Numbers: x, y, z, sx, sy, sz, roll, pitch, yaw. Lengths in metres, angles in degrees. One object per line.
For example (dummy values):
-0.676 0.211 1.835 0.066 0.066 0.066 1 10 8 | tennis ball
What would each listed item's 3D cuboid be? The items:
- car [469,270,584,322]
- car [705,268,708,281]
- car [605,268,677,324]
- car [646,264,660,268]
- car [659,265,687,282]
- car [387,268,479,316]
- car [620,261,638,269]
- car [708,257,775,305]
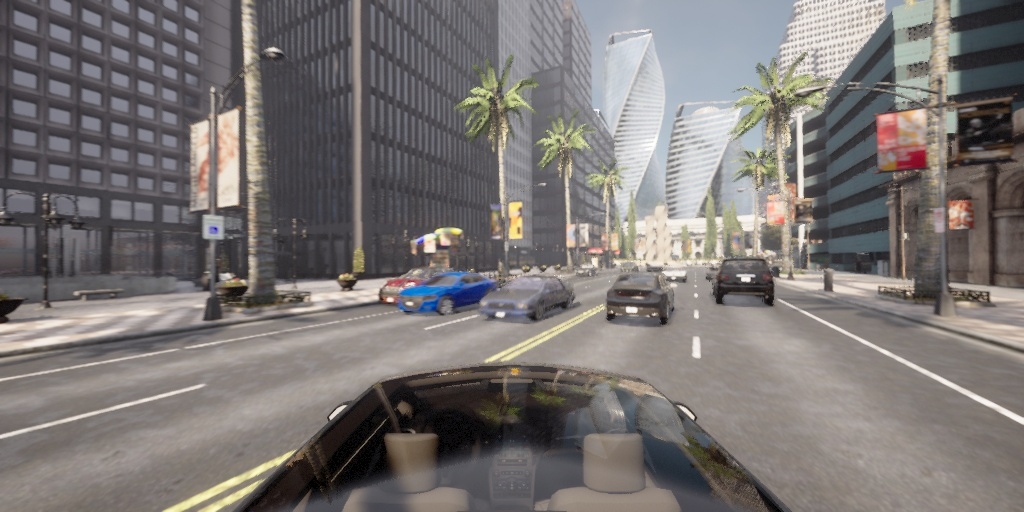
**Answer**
0.843 1.433 13.408 2.033 1.411 5.357 -1 -1 27 | car
18.692 1.541 32.533 1.994 1.385 4.181 -1 -1 27 | car
4.608 1.352 12.665 1.837 1.490 4.892 -1 -1 27 | car
20.565 1.799 51.958 1.895 1.301 4.718 -1 -1 28 | car
14.840 1.610 32.683 1.895 1.301 4.718 -1 -1 27 | car
-2.427 1.405 14.709 1.882 1.535 5.008 -1 -1 27 | car
17.702 1.599 54.049 2.097 1.767 4.553 -1 -1 27 | car
10.804 1.073 17.088 2.150 2.045 5.566 -1 -1 27 | car
